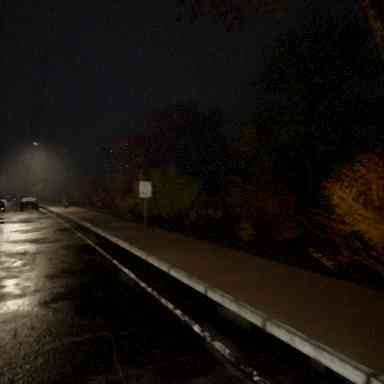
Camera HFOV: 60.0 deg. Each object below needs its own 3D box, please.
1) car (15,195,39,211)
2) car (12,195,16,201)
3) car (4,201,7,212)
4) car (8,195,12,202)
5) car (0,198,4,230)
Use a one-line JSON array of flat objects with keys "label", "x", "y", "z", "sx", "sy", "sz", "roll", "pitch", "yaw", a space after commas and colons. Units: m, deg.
[{"label": "car", "x": -18.842, "y": 1.404, "z": 38.429, "sx": 2.128, "sy": 1.511, "sz": 4.902, "roll": 0, "pitch": 0, "yaw": -29}, {"label": "car", "x": -26.286, "y": 1.424, "z": 51.486, "sx": 2.033, "sy": 1.411, "sz": 5.357, "roll": 0, "pitch": 0, "yaw": -30}, {"label": "car", "x": -21.732, "y": 1.421, "z": 36.941, "sx": 1.837, "sy": 1.490, "sz": 4.892, "roll": 0, "pitch": 0, "yaw": -29}, {"label": "car", "x": -36.785, "y": 1.374, "z": 68.609, "sx": 1.994, "sy": 1.385, "sz": 4.181, "roll": 0, "pitch": 0, "yaw": -33}, {"label": "car", "x": -11.030, "y": 1.317, "z": 16.944, "sx": 2.097, "sy": 1.767, "sz": 4.553, "roll": 0, "pitch": 0, "yaw": -27}]
